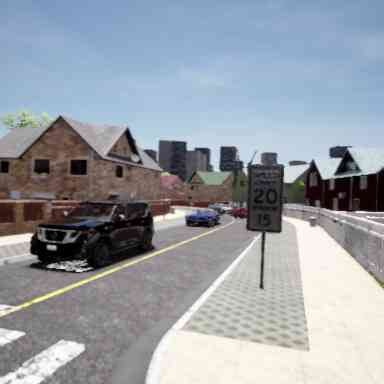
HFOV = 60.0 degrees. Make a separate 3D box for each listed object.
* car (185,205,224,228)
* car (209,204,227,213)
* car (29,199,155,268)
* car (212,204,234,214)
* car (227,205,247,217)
[{"bbox_3d":[0.904,1.990,26.145,1.895,1.301,4.718,2,-1,15],"label":"car"},{"bbox_3d":[2.931,2.360,45.276,1.994,1.385,4.181,2,-1,-7],"label":"car"},{"bbox_3d":[-3.215,1.308,12.162,2.150,2.045,5.566,2,-1,17],"label":"car"},{"bbox_3d":[4.697,2.547,50.725,1.895,1.301,4.718,3,-1,-14],"label":"car"},{"bbox_3d":[5.888,2.389,40.746,1.994,1.385,4.181,2,-1,-1],"label":"car"}]
